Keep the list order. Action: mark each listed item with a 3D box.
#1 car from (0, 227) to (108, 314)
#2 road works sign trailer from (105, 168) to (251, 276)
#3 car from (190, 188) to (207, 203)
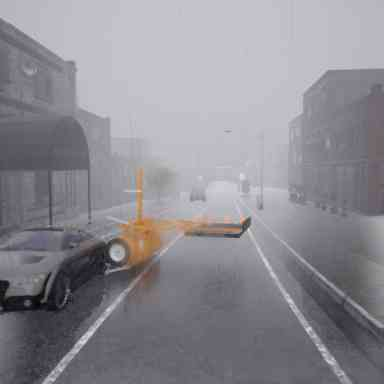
[{"bbox_3d":[-3.345,1.510,7.497,1.994,1.385,4.181,0,0,3],"label":"car"},{"bbox_3d":[-0.256,0.764,9.268,3.560,2.880,2.380,0,0,15],"label":"road works sign trailer"},{"bbox_3d":[0.960,0.447,49.032,2.150,2.045,5.566,0,2,6],"label":"car"}]
